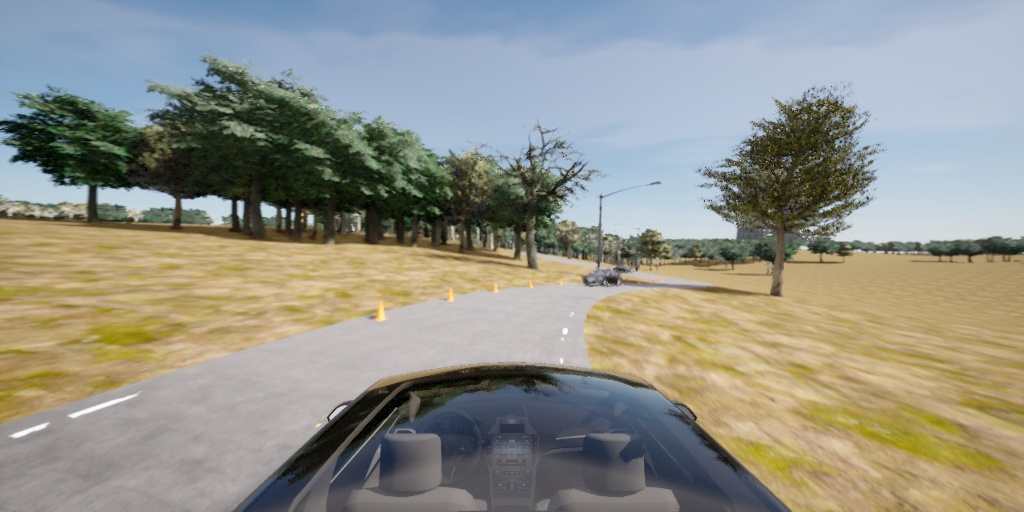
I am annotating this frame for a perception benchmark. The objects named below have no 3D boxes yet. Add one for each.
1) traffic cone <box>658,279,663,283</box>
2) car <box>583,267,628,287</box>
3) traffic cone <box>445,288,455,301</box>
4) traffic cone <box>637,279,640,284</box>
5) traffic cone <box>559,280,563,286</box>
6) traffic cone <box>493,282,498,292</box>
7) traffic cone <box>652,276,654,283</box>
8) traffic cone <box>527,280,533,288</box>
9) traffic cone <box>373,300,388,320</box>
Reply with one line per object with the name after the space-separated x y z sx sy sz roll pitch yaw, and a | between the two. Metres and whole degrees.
20.325 3.376 48.995 0.340 0.580 0.340 0 0 29 | traffic cone
8.013 1.922 31.499 2.128 1.511 4.902 1 -2 39 | car
-2.802 1.741 16.296 0.340 0.580 0.340 0 0 17 | traffic cone
14.742 2.927 41.702 0.340 0.580 0.340 0 0 -44 | traffic cone
4.144 2.213 30.464 0.340 0.580 0.340 0 0 35 | traffic cone
-0.984 1.849 21.253 0.340 0.580 0.340 0 0 23 | traffic cone
17.796 3.156 45.146 0.340 0.580 0.340 0 0 37 | traffic cone
1.340 2.007 25.992 0.340 0.580 0.340 0 0 29 | traffic cone
-4.095 1.681 11.176 0.340 0.580 0.340 0 0 11 | traffic cone
